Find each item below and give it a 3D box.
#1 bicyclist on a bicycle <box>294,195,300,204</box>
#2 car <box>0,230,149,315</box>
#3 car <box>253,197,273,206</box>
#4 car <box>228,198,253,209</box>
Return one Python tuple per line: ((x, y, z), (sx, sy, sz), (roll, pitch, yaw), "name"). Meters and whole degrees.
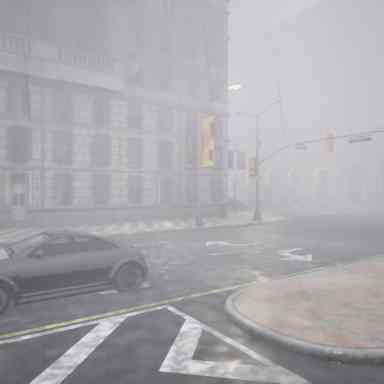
((18.027, 1.300, 57.169), (1.656, 1.620, 0.582), (0, 0, -35), "bicyclist on a bicycle")
((-3.067, 1.564, 7.315), (4.181, 1.385, 1.994), (0, 0, -34), "car")
((11.133, 1.525, 54.353), (1.812, 1.442, 4.674), (0, 0, -34), "car")
((5.226, 1.491, 44.098), (2.128, 1.511, 4.902), (0, 0, -35), "car")
